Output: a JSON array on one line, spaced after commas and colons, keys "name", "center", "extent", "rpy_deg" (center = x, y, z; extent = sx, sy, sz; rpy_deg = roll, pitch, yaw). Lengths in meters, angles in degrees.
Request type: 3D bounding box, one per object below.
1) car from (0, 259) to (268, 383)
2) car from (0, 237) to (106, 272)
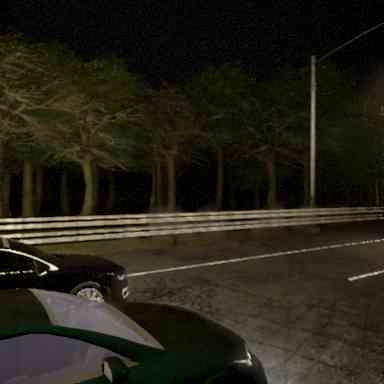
[{"name": "car", "center": [-1.340, 1.559, 2.681], "extent": [4.181, 1.385, 1.994], "rpy_deg": [1, 0, -35]}, {"name": "car", "center": [-3.468, 1.492, 5.465], "extent": [4.892, 1.490, 1.837], "rpy_deg": [0, 0, -35]}]
